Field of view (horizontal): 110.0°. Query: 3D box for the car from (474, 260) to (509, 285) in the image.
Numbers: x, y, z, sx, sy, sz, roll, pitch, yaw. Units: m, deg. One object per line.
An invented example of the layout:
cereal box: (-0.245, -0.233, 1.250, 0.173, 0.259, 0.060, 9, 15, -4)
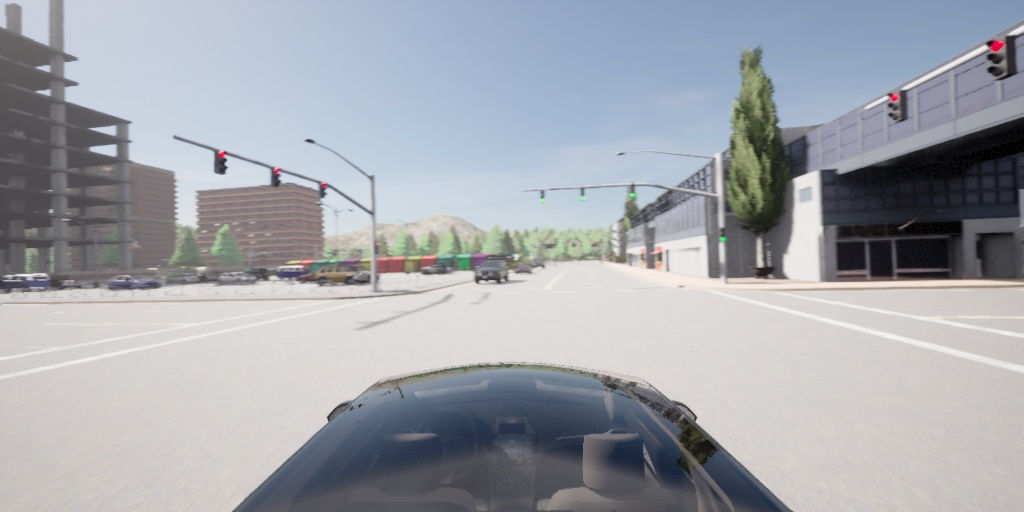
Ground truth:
car: (-1.728, 1.390, 32.038, 2.150, 2.045, 5.566, -2, 0, 11)

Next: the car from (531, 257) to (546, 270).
car: (4.805, 1.297, 64.817, 2.150, 2.045, 5.566, -2, -1, 11)

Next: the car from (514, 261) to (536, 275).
car: (1.619, 1.831, 48.966, 1.994, 1.385, 4.181, -2, -1, 12)
